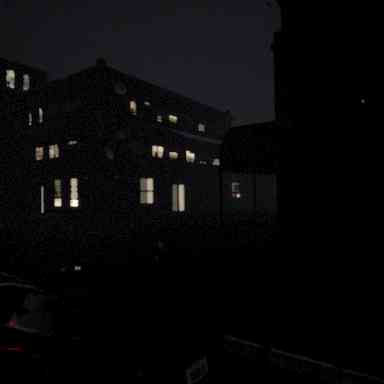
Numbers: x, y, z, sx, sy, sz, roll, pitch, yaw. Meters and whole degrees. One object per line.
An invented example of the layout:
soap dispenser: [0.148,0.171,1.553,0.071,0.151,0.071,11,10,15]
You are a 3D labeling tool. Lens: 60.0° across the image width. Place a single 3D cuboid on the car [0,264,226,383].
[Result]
car: [-1.646,1.584,4.063,4.313,1.339,1.947,0,-1,36]
